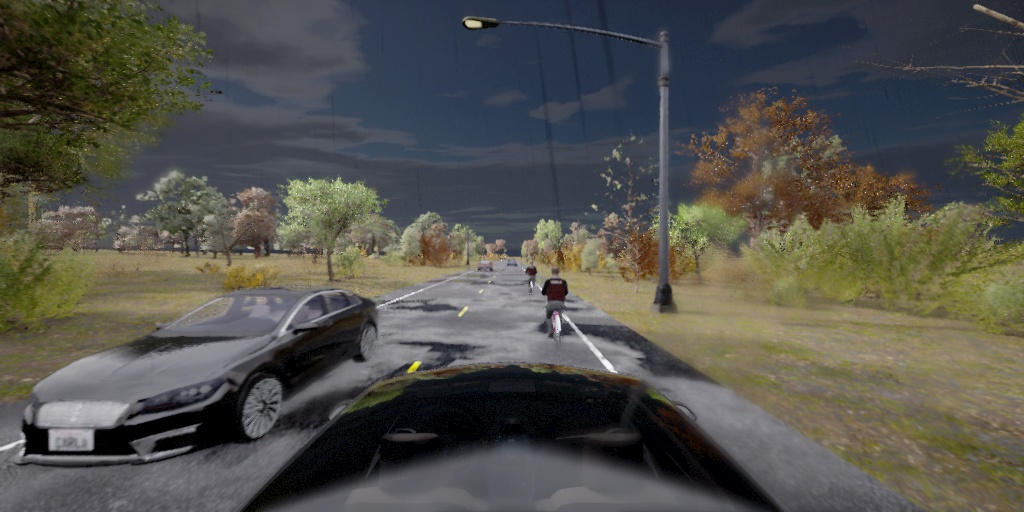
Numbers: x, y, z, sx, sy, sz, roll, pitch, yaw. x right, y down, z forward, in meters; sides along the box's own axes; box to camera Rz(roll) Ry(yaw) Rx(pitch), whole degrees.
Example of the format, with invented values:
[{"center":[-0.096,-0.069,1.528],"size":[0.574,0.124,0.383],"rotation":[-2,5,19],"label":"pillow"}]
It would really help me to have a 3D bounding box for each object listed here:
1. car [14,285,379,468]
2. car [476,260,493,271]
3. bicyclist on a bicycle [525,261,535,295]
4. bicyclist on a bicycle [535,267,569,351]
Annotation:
[{"center":[-3.600,1.239,5.378],"size":[2.128,1.511,4.902],"rotation":[0,0,0],"label":"car"},{"center":[-3.588,1.283,48.503],"size":[1.812,1.442,4.674],"rotation":[0,0,0],"label":"car"},{"center":[0.961,1.116,17.881],"size":[0.659,1.776,1.843],"rotation":[0,0,0],"label":"bicyclist on a bicycle"},{"center":[0.962,1.117,8.140],"size":[0.659,1.776,1.843],"rotation":[0,0,0],"label":"bicyclist on a bicycle"}]
